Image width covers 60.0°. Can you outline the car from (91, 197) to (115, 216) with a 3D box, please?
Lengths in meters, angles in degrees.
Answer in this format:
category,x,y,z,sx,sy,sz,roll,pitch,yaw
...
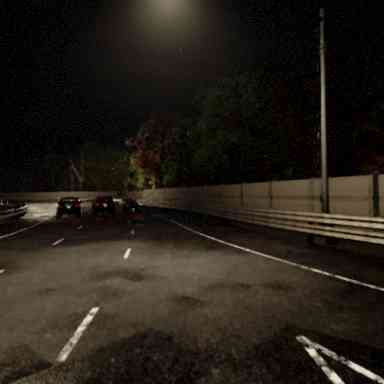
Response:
category,x,y,z,sx,sy,sz,roll,pitch,yaw
car,-9.833,1.532,36.815,2.150,2.045,5.566,0,0,-20

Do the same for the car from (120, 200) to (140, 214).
category,x,y,z,sx,sy,sz,roll,pitch,yaw
car,-7.640,1.816,40.813,1.837,1.490,4.892,0,-1,-21

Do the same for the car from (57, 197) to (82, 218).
category,x,y,z,sx,sy,sz,roll,pitch,yaw
car,-12.628,1.546,34.251,2.150,2.045,5.566,0,0,-19
